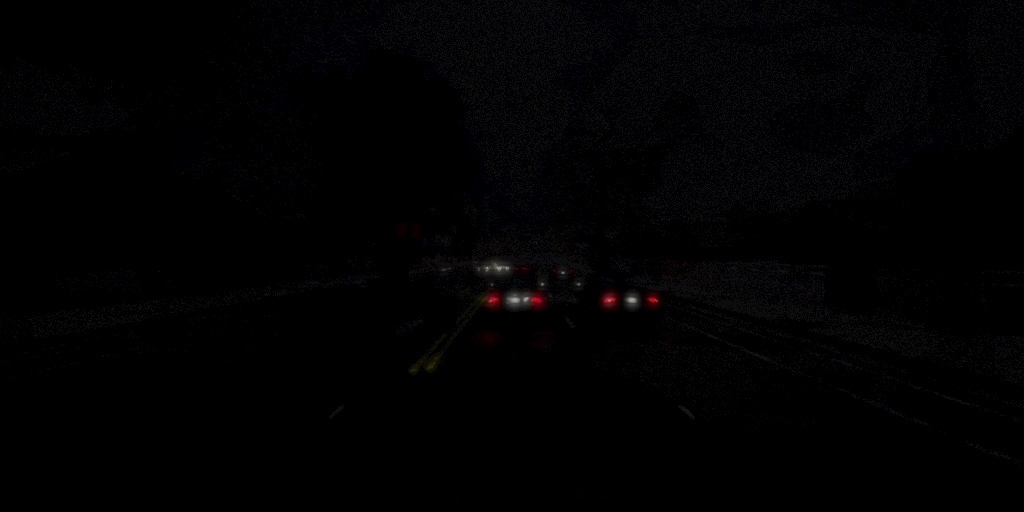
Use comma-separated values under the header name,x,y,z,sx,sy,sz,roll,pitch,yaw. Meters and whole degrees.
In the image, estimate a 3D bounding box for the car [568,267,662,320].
name,x,y,z,sx,sy,sz,roll,pitch,yaw
car,3.417,1.281,12.458,2.033,1.411,5.357,0,0,2

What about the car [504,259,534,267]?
name,x,y,z,sx,sy,sz,roll,pitch,yaw
car,0.792,1.186,29.621,2.128,1.511,4.902,0,0,3

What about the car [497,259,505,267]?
name,x,y,z,sx,sy,sz,roll,pitch,yaw
car,-1.337,1.145,60.233,2.033,1.411,5.357,0,0,3

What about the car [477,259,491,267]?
name,x,y,z,sx,sy,sz,roll,pitch,yaw
car,-4.630,1.163,59.617,1.994,1.385,4.181,0,0,3

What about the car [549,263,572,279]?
name,x,y,z,sx,sy,sz,roll,pitch,yaw
car,4.049,1.260,29.686,1.994,1.385,4.181,0,0,3

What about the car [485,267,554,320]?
name,x,y,z,sx,sy,sz,roll,pitch,yaw
car,0.167,1.280,12.518,2.033,1.411,5.357,0,0,2
